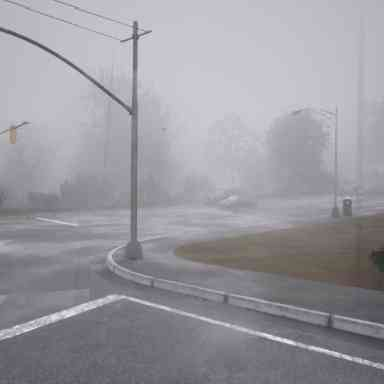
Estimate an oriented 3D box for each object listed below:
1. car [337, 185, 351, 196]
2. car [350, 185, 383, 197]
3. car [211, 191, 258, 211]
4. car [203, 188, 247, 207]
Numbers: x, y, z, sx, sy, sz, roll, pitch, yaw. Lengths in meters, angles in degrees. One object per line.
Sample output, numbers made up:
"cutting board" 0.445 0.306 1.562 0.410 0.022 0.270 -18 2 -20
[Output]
"car" 23.097 -0.234 47.753 4.892 1.490 1.837 -3 2 -25
"car" 24.083 -0.182 44.335 4.902 1.511 2.128 -3 2 -26
"car" 4.477 1.009 32.525 4.674 1.442 1.812 -3 2 -36
"car" 3.875 0.597 36.438 5.566 2.045 2.150 -3 2 -35
